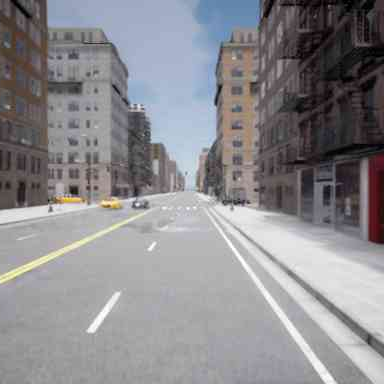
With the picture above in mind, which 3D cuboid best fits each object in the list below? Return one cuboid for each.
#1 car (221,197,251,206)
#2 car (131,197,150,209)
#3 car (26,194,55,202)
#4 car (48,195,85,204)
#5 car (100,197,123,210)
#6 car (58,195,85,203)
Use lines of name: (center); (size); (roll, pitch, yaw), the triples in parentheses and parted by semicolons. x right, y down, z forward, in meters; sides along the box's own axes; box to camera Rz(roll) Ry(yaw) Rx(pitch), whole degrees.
car: (7.152, 1.519, 53.857); (4.892, 1.490, 1.837); (1, 0, 0)
car: (-6.520, 1.398, 42.551); (2.128, 1.511, 4.902); (0, 0, 0)
car: (-27.085, 1.133, 59.435); (4.313, 1.339, 1.947); (1, 0, 0)
car: (-19.913, 1.216, 53.742); (5.008, 1.535, 1.882); (2, 1, 0)
car: (-9.788, 1.389, 40.665); (1.882, 1.535, 5.008); (0, 0, 1)
car: (-21.521, 1.214, 59.422); (4.206, 1.307, 1.802); (1, 0, 0)
